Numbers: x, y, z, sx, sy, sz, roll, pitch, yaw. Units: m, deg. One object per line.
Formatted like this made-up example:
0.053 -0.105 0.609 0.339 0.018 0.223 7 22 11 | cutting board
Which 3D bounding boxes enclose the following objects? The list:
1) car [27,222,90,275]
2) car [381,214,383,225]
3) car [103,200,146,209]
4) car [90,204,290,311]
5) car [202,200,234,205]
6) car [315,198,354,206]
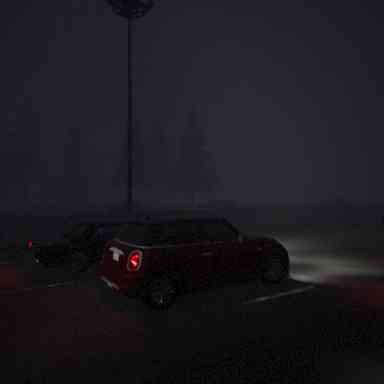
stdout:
-2.440 1.573 10.418 4.718 1.301 1.895 0 0 -34 | car
12.988 1.476 19.244 4.674 1.442 1.812 0 0 -26 | car
-6.617 1.478 32.707 4.181 1.385 1.994 0 0 -30 | car
0.222 1.331 7.941 4.553 1.767 2.097 0 0 -33 | car
2.600 1.476 33.792 4.181 1.385 1.994 0 0 -27 | car
15.445 1.433 35.937 4.674 1.442 1.812 0 0 -23 | car
